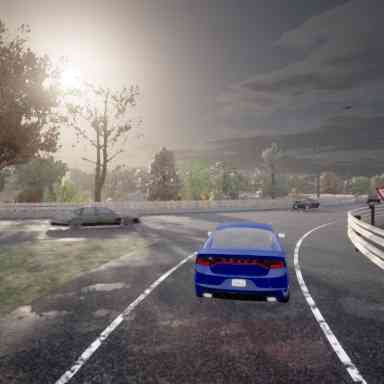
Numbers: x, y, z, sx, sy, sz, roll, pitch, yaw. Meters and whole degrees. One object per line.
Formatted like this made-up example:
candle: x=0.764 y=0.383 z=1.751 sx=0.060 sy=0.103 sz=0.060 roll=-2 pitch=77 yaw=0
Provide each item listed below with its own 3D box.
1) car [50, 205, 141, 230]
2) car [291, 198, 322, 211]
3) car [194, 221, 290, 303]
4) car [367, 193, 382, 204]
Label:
car: x=-5.976 y=1.544 z=20.754 sx=5.357 sy=1.411 sz=2.033 roll=0 pitch=0 yaw=-23
car: x=14.383 y=1.495 z=41.554 sx=4.892 sy=1.490 sz=1.837 roll=0 pitch=1 yaw=-39
car: x=1.322 y=1.477 z=8.386 sx=1.882 sy=1.535 sz=5.008 roll=0 pitch=0 yaw=11
car: x=35.096 y=1.218 z=63.823 sx=2.150 sy=2.045 sz=5.566 roll=0 pitch=0 yaw=34
